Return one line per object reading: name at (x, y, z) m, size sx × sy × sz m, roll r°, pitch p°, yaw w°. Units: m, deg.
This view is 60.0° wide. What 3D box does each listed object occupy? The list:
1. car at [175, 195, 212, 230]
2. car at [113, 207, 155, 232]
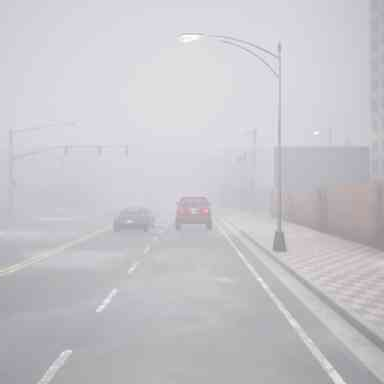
car at (0.099, 1.230, 21.436) m, size 2.150 × 2.045 × 5.566 m, roll 0°, pitch 0°, yaw 0°
car at (-3.401, 1.571, 20.092) m, size 1.994 × 1.385 × 4.181 m, roll 0°, pitch 0°, yaw 0°
